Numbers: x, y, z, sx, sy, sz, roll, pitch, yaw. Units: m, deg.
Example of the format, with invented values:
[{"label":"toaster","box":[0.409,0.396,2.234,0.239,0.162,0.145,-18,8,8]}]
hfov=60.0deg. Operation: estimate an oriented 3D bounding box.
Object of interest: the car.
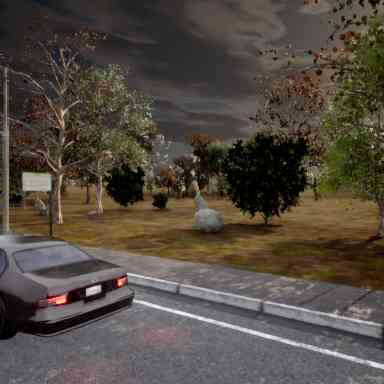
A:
[{"label":"car","box":[-3.542,1.547,6.530,5.357,1.411,2.033,0,0,36]}]
